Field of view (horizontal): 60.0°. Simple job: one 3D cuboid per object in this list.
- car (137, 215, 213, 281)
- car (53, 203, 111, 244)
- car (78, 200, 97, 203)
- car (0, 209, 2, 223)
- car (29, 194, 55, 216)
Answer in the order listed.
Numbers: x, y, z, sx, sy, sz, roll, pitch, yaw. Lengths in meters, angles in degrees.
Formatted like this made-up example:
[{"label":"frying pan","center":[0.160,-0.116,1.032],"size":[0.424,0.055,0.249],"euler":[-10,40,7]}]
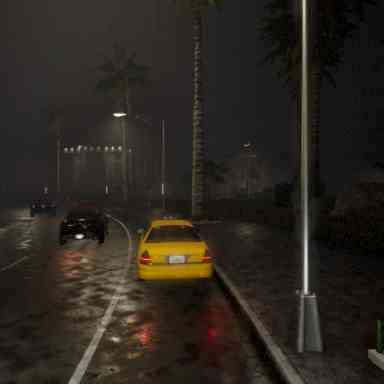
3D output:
[{"label":"car","center":[-0.649,1.456,9.853],"size":[1.801,1.575,5.366],"euler":[0,0,-7]},{"label":"car","center":[-5.000,1.503,15.782],"size":[1.837,1.490,4.892],"euler":[0,1,-11]},{"label":"car","center":[-9.268,1.470,29.374],"size":[1.882,1.535,5.008],"euler":[0,0,-24]},{"label":"car","center":[-14.100,1.492,22.223],"size":[1.837,1.490,4.892],"euler":[1,0,-20]},{"label":"car","center":[-14.526,1.339,32.193],"size":[2.097,1.767,4.553],"euler":[0,0,-27]}]
